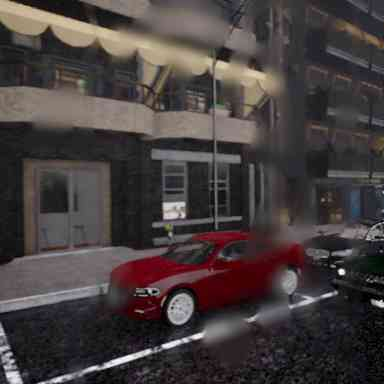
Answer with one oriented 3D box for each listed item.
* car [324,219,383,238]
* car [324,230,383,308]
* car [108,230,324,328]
[{"bbox_3d":[5.145,1.536,10.239,4.403,1.369,2.008,0,-1,-35],"label":"car"},{"bbox_3d":[4.987,1.589,6.936,4.718,1.301,1.895,0,0,-35],"label":"car"},{"bbox_3d":[0.521,1.538,6.942,4.507,1.381,1.887,0,-1,-35],"label":"car"}]
